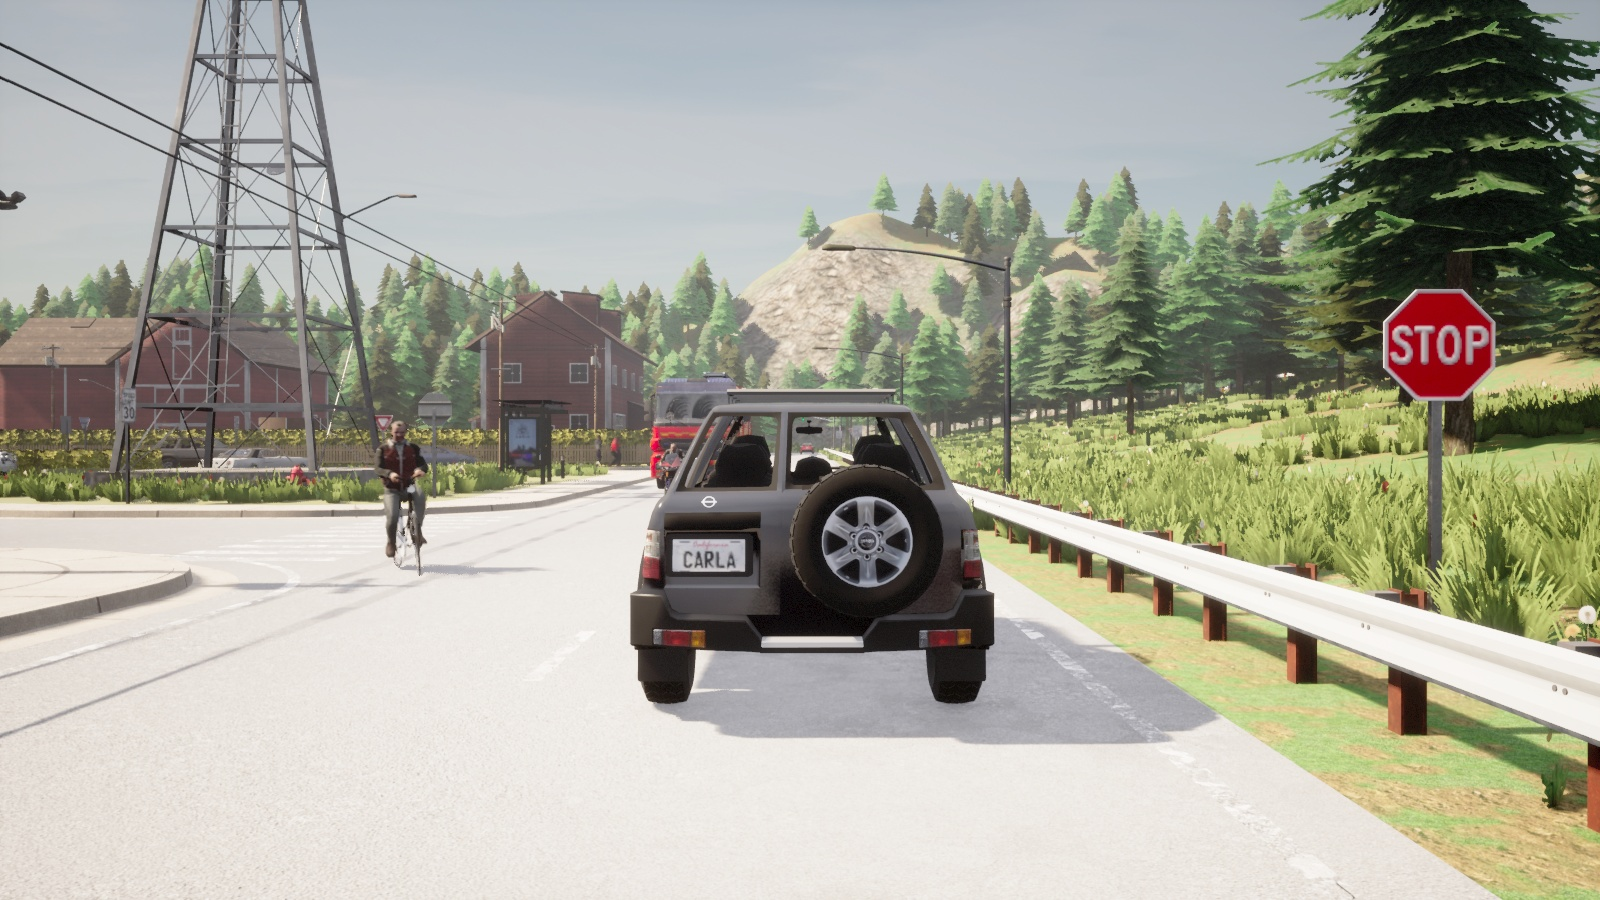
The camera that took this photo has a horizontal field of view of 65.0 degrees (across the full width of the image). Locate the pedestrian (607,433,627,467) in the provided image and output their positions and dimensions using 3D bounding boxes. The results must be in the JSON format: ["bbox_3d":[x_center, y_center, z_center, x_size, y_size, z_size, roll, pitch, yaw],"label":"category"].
[{"bbox_3d":[-10.058,0.004,69.047,0.899,1.844,0.634,0,0,10],"label":"pedestrian"}]

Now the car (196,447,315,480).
[{"bbox_3d":[-22.659,0.532,52.507,1.895,1.301,4.718,0,0,18],"label":"car"}]

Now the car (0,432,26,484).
[{"bbox_3d":[-30.625,0.287,44.913,4.605,1.855,1.932,0,1,-10],"label":"car"}]

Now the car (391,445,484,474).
[{"bbox_3d":[-17.745,0.449,61.419,4.181,1.385,1.994,0,0,-21],"label":"car"}]

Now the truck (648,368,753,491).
[{"bbox_3d":[-3.243,-0.664,43.188,2.891,3.827,8.468,0,0,0],"label":"truck"}]

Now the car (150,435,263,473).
[{"bbox_3d":[-29.136,0.192,61.740,4.605,1.855,1.932,0,0,0],"label":"car"}]

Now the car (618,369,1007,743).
[{"bbox_3d":[0.065,0.515,8.547,1.932,1.855,4.605,0,0,0],"label":"car"}]

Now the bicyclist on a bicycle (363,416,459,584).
[{"bbox_3d":[-4.495,0.532,14.424,0.659,1.776,1.843,-3,1,-28],"label":"bicyclist on a bicycle"}]

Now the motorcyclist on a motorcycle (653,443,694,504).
[{"bbox_3d":[-3.301,0.593,32.944,0.866,1.530,2.191,0,0,0],"label":"motorcyclist on a motorcycle"}]
